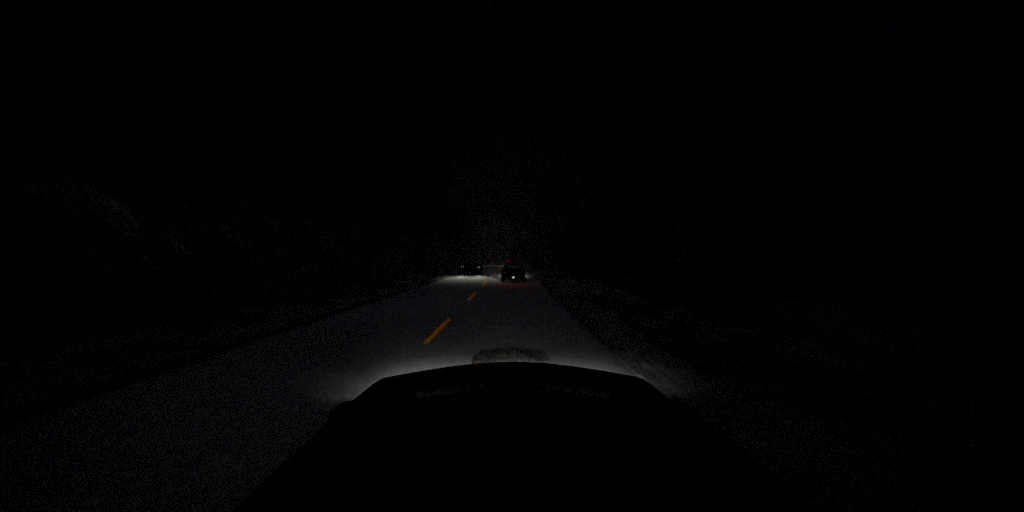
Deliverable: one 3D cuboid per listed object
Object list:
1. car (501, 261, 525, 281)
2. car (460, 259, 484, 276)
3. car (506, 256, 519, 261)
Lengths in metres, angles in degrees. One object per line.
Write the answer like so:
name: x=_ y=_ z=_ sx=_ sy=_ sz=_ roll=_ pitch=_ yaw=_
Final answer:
car: x=0.100 y=1.349 z=29.922 sx=1.895 sy=1.301 sz=4.718 roll=0 pitch=0 yaw=0
car: x=-4.085 y=1.101 z=37.081 sx=2.097 sy=1.767 sz=4.553 roll=0 pitch=0 yaw=0
car: x=0.105 y=0.967 z=63.019 sx=2.150 sy=2.045 sz=5.566 roll=0 pitch=0 yaw=0
